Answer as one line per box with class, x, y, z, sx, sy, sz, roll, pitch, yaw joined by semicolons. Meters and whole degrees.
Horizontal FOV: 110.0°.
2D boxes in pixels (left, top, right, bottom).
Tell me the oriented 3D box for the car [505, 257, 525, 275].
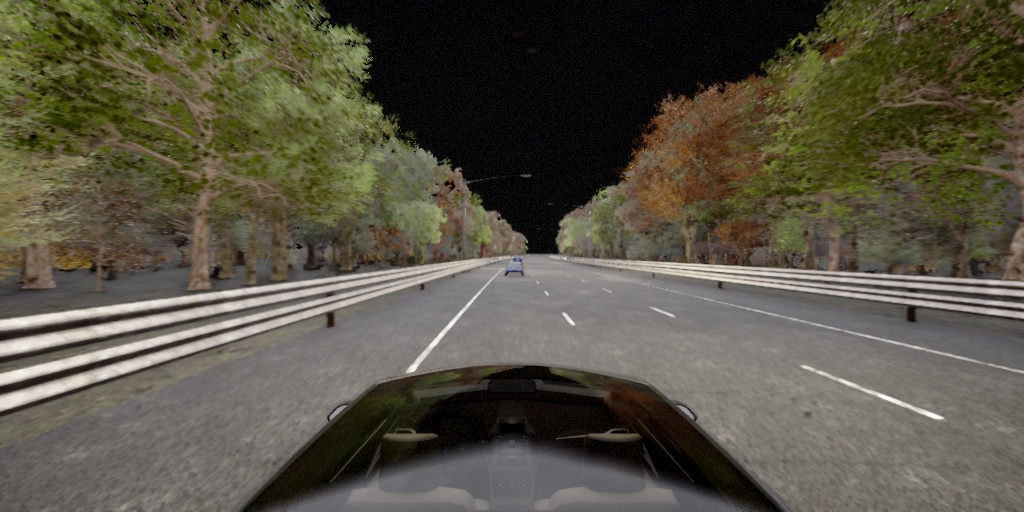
car;0.285;1.148;35.689;2.033;1.411;5.357;0;0;1
